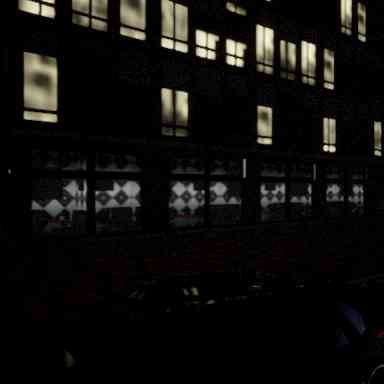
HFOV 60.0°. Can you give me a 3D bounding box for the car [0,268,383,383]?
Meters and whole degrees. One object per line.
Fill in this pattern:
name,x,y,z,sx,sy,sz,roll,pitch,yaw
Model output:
car,0.188,1.555,3.138,5.357,1.411,2.033,0,0,-35
